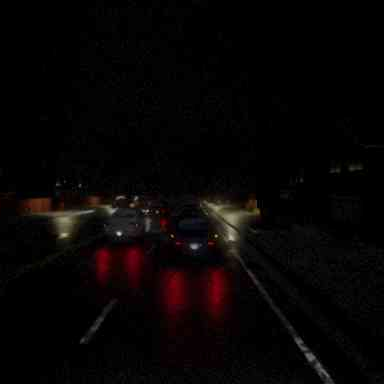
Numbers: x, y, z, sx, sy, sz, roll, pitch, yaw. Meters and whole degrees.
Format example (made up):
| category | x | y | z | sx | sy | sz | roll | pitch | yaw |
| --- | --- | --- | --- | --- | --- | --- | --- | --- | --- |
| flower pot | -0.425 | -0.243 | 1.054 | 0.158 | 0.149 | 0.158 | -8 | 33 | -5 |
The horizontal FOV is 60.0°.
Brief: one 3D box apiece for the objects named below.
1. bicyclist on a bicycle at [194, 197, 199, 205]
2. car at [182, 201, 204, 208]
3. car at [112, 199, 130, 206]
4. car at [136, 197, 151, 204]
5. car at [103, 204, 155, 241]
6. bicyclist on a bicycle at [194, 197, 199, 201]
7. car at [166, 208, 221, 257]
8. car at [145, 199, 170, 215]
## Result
| category | x | y | z | sx | sy | sz | roll | pitch | yaw |
| --- | --- | --- | --- | --- | --- | --- | --- | --- | --- |
| bicyclist on a bicycle | 0.883 | 1.790 | 67.550 | 0.866 | 1.612 | 1.509 | 0 | 0 | 0 |
| car | 0.087 | 1.610 | 31.346 | 2.128 | 1.511 | 4.902 | 0 | 0 | 0 |
| car | -9.838 | 1.736 | 46.410 | 1.812 | 1.442 | 4.674 | 0 | 0 | 0 |
| car | -6.587 | 1.562 | 46.674 | 2.097 | 1.767 | 4.553 | 0 | 0 | 0 |
| car | -3.161 | 1.576 | 16.770 | 1.812 | 1.442 | 4.674 | 0 | 0 | 0 |
| bicyclist on a bicycle | 0.888 | 1.660 | 58.549 | 0.659 | 1.776 | 1.843 | 0 | 0 | 0 |
| car | 0.074 | 1.562 | 12.913 | 1.812 | 1.442 | 4.674 | 0 | 0 | 0 |
| car | -3.160 | 1.649 | 32.600 | 1.812 | 1.442 | 4.674 | 0 | 0 | 0 |
